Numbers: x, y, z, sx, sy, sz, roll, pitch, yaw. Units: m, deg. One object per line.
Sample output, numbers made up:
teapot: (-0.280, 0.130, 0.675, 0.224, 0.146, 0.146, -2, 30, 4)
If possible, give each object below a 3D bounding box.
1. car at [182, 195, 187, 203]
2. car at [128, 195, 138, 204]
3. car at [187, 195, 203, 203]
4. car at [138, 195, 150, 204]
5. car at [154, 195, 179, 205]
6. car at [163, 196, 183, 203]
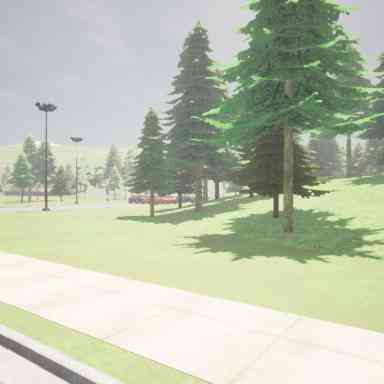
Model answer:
car: (-1.578, 1.352, 69.406, 2.097, 1.767, 4.553, 0, 0, 36)
car: (-9.988, 1.352, 63.682, 2.097, 1.767, 4.553, 0, 0, 37)
car: (1.509, 1.564, 67.696, 1.994, 1.385, 4.181, 0, 0, 36)
car: (-7.226, 1.352, 61.608, 2.097, 1.767, 4.553, 0, 0, 37)
car: (-4.525, 1.352, 59.372, 2.097, 1.767, 4.553, 0, 0, 37)
car: (-4.092, 1.554, 71.876, 1.994, 1.385, 4.181, 0, 0, 36)
